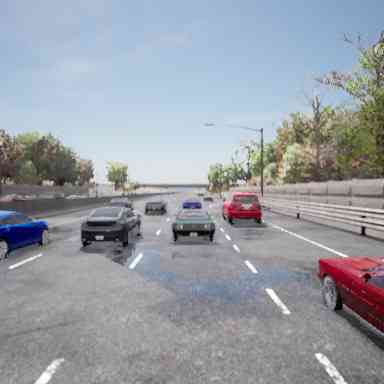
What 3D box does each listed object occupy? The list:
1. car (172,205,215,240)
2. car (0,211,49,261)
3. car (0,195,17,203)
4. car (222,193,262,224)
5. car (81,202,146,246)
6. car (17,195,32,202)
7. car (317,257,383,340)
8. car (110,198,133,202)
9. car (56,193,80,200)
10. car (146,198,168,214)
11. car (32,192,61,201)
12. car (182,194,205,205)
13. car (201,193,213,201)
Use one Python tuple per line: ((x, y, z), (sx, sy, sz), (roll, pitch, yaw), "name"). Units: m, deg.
((0.064, 1.516, 16.511), (1.895, 1.301, 4.718), (0, 0, 0), "car")
((-6.925, 1.415, 12.002), (1.882, 1.535, 5.008), (0, 0, 0), "car")
((-28.193, 1.271, 51.878), (1.812, 1.442, 4.674), (0, 0, 0), "car")
((3.443, 1.101, 23.584), (2.150, 2.045, 5.566), (0, 0, 0), "car")
((-3.435, 1.429, 14.768), (1.837, 1.490, 4.892), (0, 0, 0), "car")
((-24.695, 1.223, 51.900), (1.882, 1.535, 5.008), (0, 0, 0), "car")
((3.486, 1.572, 4.733), (1.895, 1.301, 4.718), (0, 0, 0), "car")
((-6.979, 1.327, 32.801), (2.128, 1.511, 4.902), (0, 0, 0), "car")
((-17.697, 1.305, 49.343), (2.033, 1.411, 5.357), (0, 0, 0), "car")
((-3.478, 1.327, 32.806), (2.128, 1.511, 4.902), (0, 0, 0), "car")
((-21.194, 0.979, 49.923), (2.150, 2.045, 5.566), (0, 0, 0), "car")
((0.019, 1.305, 34.416), (1.882, 1.535, 5.008), (0, 0, 0), "car")
((3.331, 1.276, 70.230), (1.895, 1.301, 4.718), (0, 0, 0), "car")
